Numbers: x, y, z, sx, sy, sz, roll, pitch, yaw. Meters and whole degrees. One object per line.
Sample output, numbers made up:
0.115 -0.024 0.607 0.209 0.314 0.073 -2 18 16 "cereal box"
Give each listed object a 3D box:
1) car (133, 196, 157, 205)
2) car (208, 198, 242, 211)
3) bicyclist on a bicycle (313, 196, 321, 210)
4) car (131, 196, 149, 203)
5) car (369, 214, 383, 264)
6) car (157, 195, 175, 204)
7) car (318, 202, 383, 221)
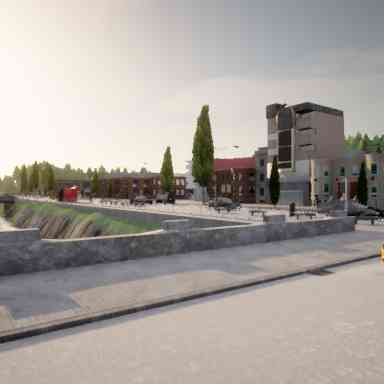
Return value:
-8.663 1.600 58.544 1.895 1.301 4.718 0 0 -35 "car"
3.969 1.504 40.614 1.837 1.490 4.892 0 0 -35 "car"
14.937 1.349 39.677 1.656 1.620 0.582 0 0 -35 "bicyclist on a bicycle"
-10.758 1.526 68.554 1.812 1.442 4.674 0 0 -36 "car"
7.571 1.477 9.844 5.008 1.535 1.882 0 0 -34 "car"
-5.033 1.352 60.513 2.097 1.767 4.553 0 0 -36 "car"
13.207 1.547 27.601 2.033 1.411 5.357 0 0 -35 "car"
